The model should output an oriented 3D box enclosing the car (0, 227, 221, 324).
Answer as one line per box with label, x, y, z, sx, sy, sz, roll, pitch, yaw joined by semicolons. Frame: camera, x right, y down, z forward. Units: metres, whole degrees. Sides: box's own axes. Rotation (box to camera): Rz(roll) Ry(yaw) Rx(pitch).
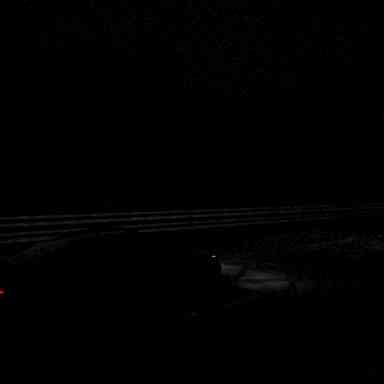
car;-1.520;1.486;7.024;4.674;1.442;1.812;0;0;-35
